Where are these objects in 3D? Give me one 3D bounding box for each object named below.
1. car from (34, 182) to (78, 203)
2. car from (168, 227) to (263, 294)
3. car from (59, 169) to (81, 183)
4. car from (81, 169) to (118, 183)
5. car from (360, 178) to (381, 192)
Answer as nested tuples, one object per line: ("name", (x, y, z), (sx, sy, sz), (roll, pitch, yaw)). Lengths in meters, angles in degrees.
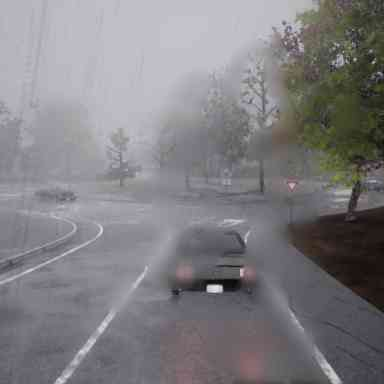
("car", (-12.250, 0.150, 29.875), (4.718, 1.301, 1.895), (5, 8, 41))
("car", (0.477, 1.575, 8.718), (1.895, 1.301, 4.718), (0, 1, 1))
("car", (-18.863, -2.616, 54.169), (2.150, 2.045, 5.566), (3, 6, 32))
("car", (-14.827, -2.669, 54.672), (2.150, 2.045, 5.566), (4, 7, 37))
("car", (20.065, -0.851, 37.973), (1.812, 1.442, 4.674), (2, 6, 17))
